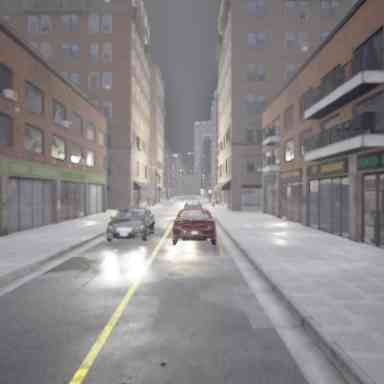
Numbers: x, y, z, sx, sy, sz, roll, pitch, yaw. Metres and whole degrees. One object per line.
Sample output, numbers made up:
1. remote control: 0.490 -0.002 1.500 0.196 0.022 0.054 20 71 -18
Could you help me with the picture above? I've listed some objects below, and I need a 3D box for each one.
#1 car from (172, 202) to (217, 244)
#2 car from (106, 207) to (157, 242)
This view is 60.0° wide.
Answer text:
1. car: 0.101 1.480 15.841 1.882 1.535 5.008 0 0 0
2. car: -2.847 1.494 16.346 2.128 1.511 4.902 0 0 0
